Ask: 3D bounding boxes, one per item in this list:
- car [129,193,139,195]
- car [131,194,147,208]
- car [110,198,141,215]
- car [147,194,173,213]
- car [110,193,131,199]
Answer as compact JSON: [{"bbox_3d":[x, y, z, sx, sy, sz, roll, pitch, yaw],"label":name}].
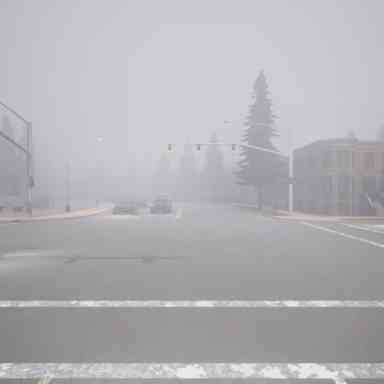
[{"bbox_3d":[-11.836,1.205,68.026,2.150,2.045,5.566,0,0,-37],"label":"car"},{"bbox_3d":[-7.259,1.476,46.799,1.882,1.535,5.008,0,0,-8],"label":"car"},{"bbox_3d":[-6.752,1.563,33.904,1.994,1.385,4.181,0,0,-1],"label":"car"},{"bbox_3d":[-3.288,1.351,36.112,2.097,1.767,4.553,0,0,-1],"label":"car"},{"bbox_3d":[-14.456,1.475,65.573,1.882,1.535,5.008,0,0,-35],"label":"car"}]
